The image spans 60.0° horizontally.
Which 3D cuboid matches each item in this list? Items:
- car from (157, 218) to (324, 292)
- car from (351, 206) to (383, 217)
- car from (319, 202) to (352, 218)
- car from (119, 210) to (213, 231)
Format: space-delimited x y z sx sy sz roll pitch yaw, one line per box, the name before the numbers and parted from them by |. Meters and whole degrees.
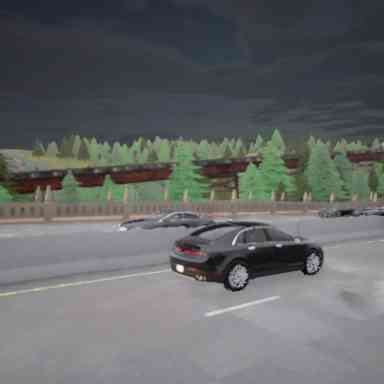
car | 1.691 1.588 9.249 4.892 1.490 1.837 1 -1 -35
car | 18.894 2.166 34.536 4.181 1.385 1.994 1 -1 -36
car | 16.096 1.936 36.840 4.553 1.767 2.097 1 -1 -36
car | -1.092 1.614 16.050 4.902 1.511 2.128 1 -1 -35
